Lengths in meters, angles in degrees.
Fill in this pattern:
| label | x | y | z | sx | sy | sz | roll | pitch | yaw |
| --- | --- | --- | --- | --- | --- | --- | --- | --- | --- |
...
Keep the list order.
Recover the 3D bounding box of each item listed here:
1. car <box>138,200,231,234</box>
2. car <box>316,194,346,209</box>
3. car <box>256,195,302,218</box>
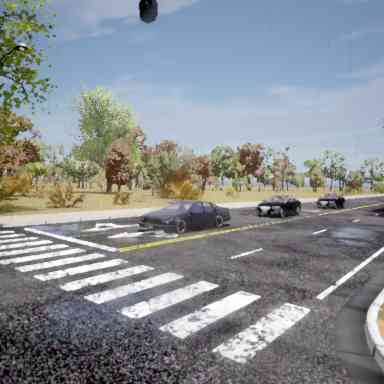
| label | x | y | z | sx | sy | sz | roll | pitch | yaw |
| --- | --- | --- | --- | --- | --- | --- | --- | --- | --- |
| car | -0.109 | 1.123 | 16.503 | 2.033 | 1.411 | 5.357 | 3 | 2 | 39 |
| car | 14.434 | 0.934 | 34.428 | 2.128 | 1.511 | 4.902 | 3 | 2 | 39 |
| car | 6.529 | 1.005 | 24.693 | 2.128 | 1.511 | 4.902 | 3 | 2 | 39 |
